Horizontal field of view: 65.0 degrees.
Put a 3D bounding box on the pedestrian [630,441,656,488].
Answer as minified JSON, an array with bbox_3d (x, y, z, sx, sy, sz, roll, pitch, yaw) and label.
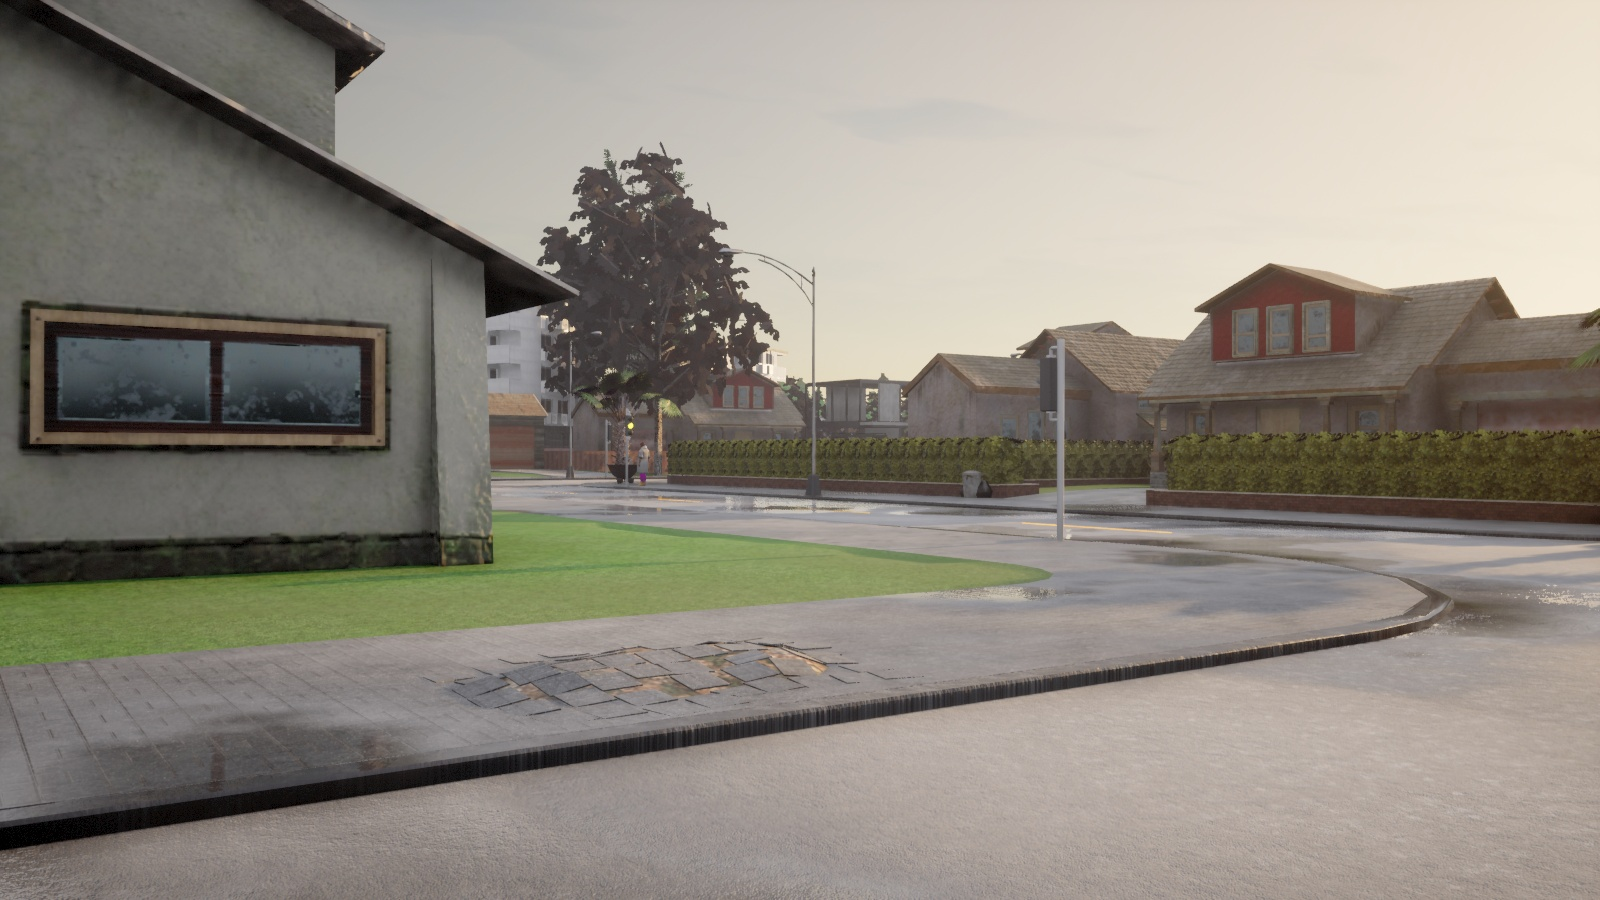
[{"bbox_3d":[-6.603,0.598,52.738,0.873,1.952,0.659,0,0,35],"label":"pedestrian"}]
